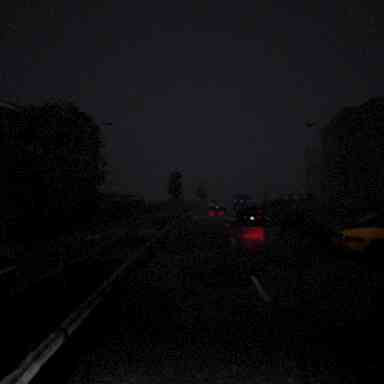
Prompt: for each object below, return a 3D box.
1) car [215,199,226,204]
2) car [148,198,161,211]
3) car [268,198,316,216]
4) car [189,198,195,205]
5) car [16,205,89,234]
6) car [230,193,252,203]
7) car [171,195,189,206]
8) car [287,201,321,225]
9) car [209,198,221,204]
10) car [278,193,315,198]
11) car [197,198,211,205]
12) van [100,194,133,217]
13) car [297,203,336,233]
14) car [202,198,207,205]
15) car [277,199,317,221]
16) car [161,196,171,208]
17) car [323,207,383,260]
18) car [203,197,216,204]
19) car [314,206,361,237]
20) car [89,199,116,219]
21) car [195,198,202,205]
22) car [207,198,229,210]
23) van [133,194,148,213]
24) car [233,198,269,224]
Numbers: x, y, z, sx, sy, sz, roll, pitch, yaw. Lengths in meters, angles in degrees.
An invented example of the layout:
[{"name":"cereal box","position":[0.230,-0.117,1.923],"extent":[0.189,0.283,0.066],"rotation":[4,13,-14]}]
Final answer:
[{"name":"car","position":[8.199,2.678,95.205],"extent":[2.002,1.452,4.674],"rotation":[-1,-2,21]},{"name":"car","position":[-5.715,1.517,41.520],"extent":[2.002,1.452,4.674],"rotation":[0,0,9]},{"name":"car","position":[9.183,1.453,28.271],"extent":[4.792,1.488,2.163],"rotation":[0,0,7]},{"name":"car","position":[-1.518,1.649,63.313],"extent":[2.185,1.767,4.553],"rotation":[0,-1,14]},{"name":"car","position":[-8.190,1.491,19.503],"extent":[2.097,1.535,5.008],"rotation":[0,0,4]},{"name":"car","position":[6.355,1.194,42.166],"extent":[2.150,2.045,5.566],"rotation":[0,-1,10]},{"name":"car","position":[-2.761,1.415,57.845],"extent":[2.435,2.045,5.566],"rotation":[0,-1,13]},{"name":"car","position":[8.513,1.492,19.977],"extent":[4.792,1.488,2.163],"rotation":[0,0,5]},{"name":"car","position":[6.299,2.493,89.996],"extent":[2.097,1.535,5.008],"rotation":[-1,-2,20]},{"name":"car","position":[9.813,1.161,33.700],"extent":[5.566,2.045,2.435],"rotation":[0,0,8]},{"name":"car","position":[2.800,2.225,79.305],"extent":[2.163,1.488,4.792],"rotation":[0,-2,17]},{"name":"van","position":[-7.198,1.234,30.410],"extent":[1.878,1.987,4.442],"rotation":[0,0,7]},{"name":"car","position":[8.273,1.501,17.259],"extent":[4.792,1.488,2.163],"rotation":[0,0,4]},{"name":"car","position":[1.245,2.089,74.011],"extent":[2.002,1.452,4.674],"rotation":[0,-2,16]},{"name":"car","position":[8.688,1.452,22.704],"extent":[4.892,1.521,2.231],"rotation":[0,0,5]},{"name":"car","position":[-4.831,1.559,46.992],"extent":[2.002,1.452,4.674],"rotation":[0,-1,10]},{"name":"car","position":[7.836,1.481,11.812],"extent":[5.366,1.575,1.946],"rotation":[0,0,3]},{"name":"car","position":[4.518,2.222,84.772],"extent":[2.185,1.767,4.553],"rotation":[0,-2,19]},{"name":"car","position":[8.150,1.519,14.530],"extent":[4.674,1.452,2.002],"rotation":[0,0,3]},{"name":"car","position":[-7.753,1.507,24.979],"extent":[2.163,1.488,4.792],"rotation":[0,0,6]},{"name":"car","position":[-0.170,1.907,68.780],"extent":[2.231,1.521,4.892],"rotation":[0,-2,15]},{"name":"car","position":[3.379,1.586,42.544],"extent":[1.895,1.301,4.718],"rotation":[0,0,9]},{"name":"van","position":[-6.536,1.232,35.909],"extent":[1.878,1.987,4.442],"rotation":[0,0,8]},{"name":"car","position":[4.200,1.477,24.453],"extent":[1.837,1.490,4.892],"rotation":[0,0,5]}]
